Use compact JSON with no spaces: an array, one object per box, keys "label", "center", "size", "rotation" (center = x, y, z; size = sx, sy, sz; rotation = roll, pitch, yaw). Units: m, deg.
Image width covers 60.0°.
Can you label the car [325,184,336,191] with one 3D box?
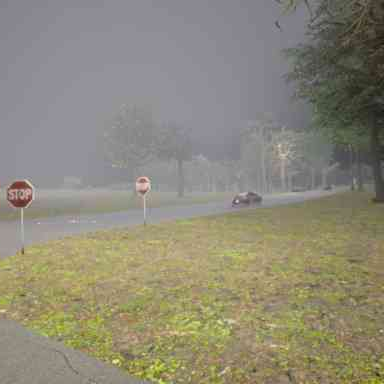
[{"label":"car","center":[34.457,-1.127,82.983],"size":[1.837,1.490,4.892],"rotation":[-3,0,35]}]

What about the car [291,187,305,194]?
[{"label":"car","center":[23.306,-0.380,72.922],"size":[1.895,1.301,4.718],"rotation":[-3,1,34]}]

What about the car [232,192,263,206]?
[{"label":"car","center":[5.785,0.684,34.783],"size":[1.812,1.442,4.674],"rotation":[-3,0,34]}]
